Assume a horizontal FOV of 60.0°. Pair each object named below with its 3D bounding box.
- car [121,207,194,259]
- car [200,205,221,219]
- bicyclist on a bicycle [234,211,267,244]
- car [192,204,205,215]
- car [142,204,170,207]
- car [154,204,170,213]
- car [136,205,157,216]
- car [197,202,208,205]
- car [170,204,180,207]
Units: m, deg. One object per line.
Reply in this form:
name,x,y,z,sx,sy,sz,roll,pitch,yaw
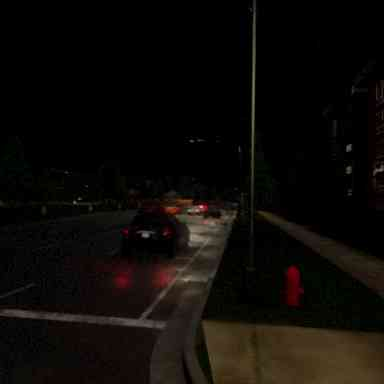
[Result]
car,-1.425,1.709,14.527,2.097,1.767,4.553,1,-1,8
car,2.592,2.745,42.245,1.895,1.301,4.718,1,-1,9
bicyclist on a bicycle,2.927,1.797,16.757,1.656,1.620,0.582,1,-2,8
car,0.541,2.959,52.107,1.895,1.301,4.718,1,-1,8
car,-4.547,2.477,41.857,1.882,1.535,5.008,1,-1,9
car,-5.402,2.970,59.833,1.812,1.442,4.674,1,-1,8
car,-6.836,2.729,50.024,1.994,1.385,4.181,1,-1,8
car,1.991,2.862,62.046,2.150,2.045,5.566,1,-1,8
car,-3.027,2.653,52.532,2.097,1.767,4.553,1,-2,8
